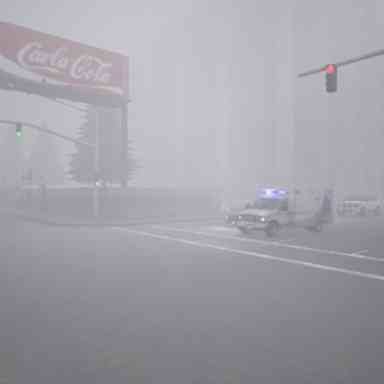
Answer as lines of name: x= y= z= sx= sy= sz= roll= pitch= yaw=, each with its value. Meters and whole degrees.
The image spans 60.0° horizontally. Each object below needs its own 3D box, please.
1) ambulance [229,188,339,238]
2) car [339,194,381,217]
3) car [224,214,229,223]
ambulance: x=5.246 y=1.023 z=18.302 sx=6.366 sy=2.431 sz=2.351 roll=0 pitch=0 yaw=-39
car: x=16.133 y=1.215 z=31.934 sx=5.566 sy=2.045 sz=2.150 roll=0 pitch=0 yaw=-39
car: x=4.628 y=1.535 z=22.458 sx=5.357 sy=1.411 sz=2.033 roll=0 pitch=0 yaw=-39
